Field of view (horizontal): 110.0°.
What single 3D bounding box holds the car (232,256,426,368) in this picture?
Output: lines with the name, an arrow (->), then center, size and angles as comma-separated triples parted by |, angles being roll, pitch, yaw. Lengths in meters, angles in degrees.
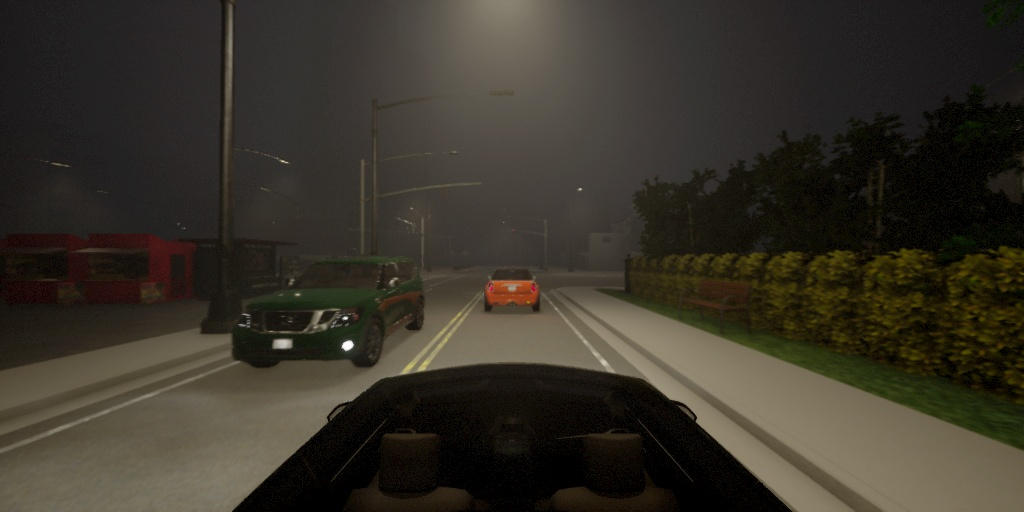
car -> -3.590, 1.024, 8.366 | 2.150, 2.045, 5.566 | 0, 0, 0

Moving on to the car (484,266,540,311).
car -> 0.004, 1.214, 15.173 | 2.097, 1.767, 4.553 | 0, 0, 0
